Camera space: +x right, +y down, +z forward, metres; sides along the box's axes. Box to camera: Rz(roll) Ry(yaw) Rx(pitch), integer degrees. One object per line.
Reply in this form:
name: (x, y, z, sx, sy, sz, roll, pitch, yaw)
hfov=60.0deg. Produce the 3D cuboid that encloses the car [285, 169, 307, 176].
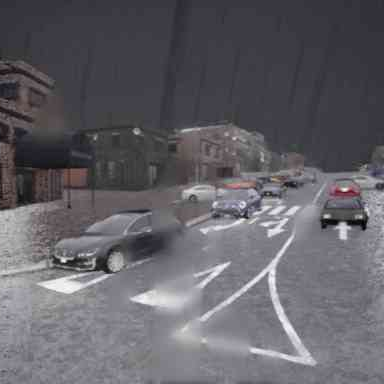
car: (26.708, -5.118, 85.691, 4.892, 1.521, 2.231, -3, 3, 5)

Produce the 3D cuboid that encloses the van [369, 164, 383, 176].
van: (34.322, -3.914, 59.299, 4.442, 1.987, 1.878, -2, 4, 5)

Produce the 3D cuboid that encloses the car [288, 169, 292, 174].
car: (14.559, -2.755, 59.090, 4.892, 1.521, 2.231, -3, 4, 4)

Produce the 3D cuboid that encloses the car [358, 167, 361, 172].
car: (43.980, -5.545, 81.029, 5.366, 1.575, 1.946, -1, 4, 5)

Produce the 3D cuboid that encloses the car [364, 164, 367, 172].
car: (31.762, -3.419, 53.869, 5.566, 2.045, 2.435, -2, 4, 5)

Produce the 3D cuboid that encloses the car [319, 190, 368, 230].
car: (7.206, 0.881, 15.851, 1.895, 1.301, 4.718, -1, 4, 25)

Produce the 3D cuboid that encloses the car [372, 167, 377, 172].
car: (26.669, -2.123, 43.018, 4.892, 1.521, 2.231, -2, 5, 6)

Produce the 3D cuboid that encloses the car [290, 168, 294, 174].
car: (15.766, -3.007, 61.751, 4.892, 1.521, 2.231, -3, 4, 5)

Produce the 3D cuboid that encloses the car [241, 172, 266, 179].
car: (6.194, -1.109, 40.373, 4.553, 1.767, 2.185, -3, 4, 4)

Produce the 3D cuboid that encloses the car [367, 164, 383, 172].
car: (29.246, -2.898, 48.427, 5.566, 2.045, 2.435, -2, 4, 5)

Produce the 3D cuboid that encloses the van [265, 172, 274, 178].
van: (8.431, -1.709, 45.743, 4.442, 1.987, 1.878, -3, 4, 4)

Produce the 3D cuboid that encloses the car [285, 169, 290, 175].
car: (13.345, -2.503, 56.430, 5.008, 1.535, 2.097, -3, 4, 4)

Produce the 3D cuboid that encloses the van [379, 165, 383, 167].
van: (24.180, -1.830, 37.598, 4.442, 1.987, 1.878, -2, 4, 6)

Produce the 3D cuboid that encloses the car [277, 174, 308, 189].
car: (11.985, -1.053, 39.367, 1.895, 1.301, 4.718, 0, 5, 31)

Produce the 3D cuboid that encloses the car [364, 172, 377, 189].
car: (17.498, -1.008, 34.171, 4.674, 1.442, 1.812, 0, 5, 30)

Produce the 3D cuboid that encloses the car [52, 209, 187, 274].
car: (-1.990, 1.369, 10.472, 1.837, 1.490, 4.892, -1, 2, 32)

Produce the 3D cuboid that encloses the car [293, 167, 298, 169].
car: (18.198, -3.638, 67.067, 4.553, 1.767, 2.185, -3, 4, 5)

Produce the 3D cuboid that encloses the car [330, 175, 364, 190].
car: (11.868, -0.301, 25.849, 2.097, 1.767, 4.553, -1, 5, 25)

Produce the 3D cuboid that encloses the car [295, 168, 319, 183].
car: (16.849, -2.211, 48.565, 2.097, 1.767, 4.553, -1, 5, 24)

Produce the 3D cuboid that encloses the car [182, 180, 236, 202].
car: (1.405, 0.073, 29.644, 4.674, 1.452, 2.002, -3, 4, 4)

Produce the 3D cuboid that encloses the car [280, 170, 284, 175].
car: (10.945, -1.996, 51.094, 5.008, 1.535, 2.097, -3, 4, 4)

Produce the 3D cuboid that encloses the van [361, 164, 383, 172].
van: (45.297, -5.976, 83.719, 4.442, 1.987, 1.878, -1, 4, 5)

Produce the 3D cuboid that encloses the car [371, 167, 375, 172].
car: (27.976, -2.356, 45.731, 4.792, 1.488, 2.163, -2, 4, 5)

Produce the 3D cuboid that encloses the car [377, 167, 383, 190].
car: (20.121, -1.068, 29.528, 5.566, 2.045, 2.435, -1, 5, 6)

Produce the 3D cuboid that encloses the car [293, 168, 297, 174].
car: (16.972, -3.262, 64.417, 5.008, 1.535, 2.097, -3, 4, 5)

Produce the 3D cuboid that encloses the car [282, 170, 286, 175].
car: (12.182, -2.222, 53.758, 4.792, 1.488, 2.163, -3, 4, 4)

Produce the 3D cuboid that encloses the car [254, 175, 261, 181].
car: (4.950, -0.698, 37.704, 4.792, 1.488, 2.163, -3, 4, 4)

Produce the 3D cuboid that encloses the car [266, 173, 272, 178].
car: (7.360, -1.237, 43.076, 5.008, 1.535, 2.097, -3, 4, 4)

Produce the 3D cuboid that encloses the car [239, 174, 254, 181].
car: (3.808, -0.601, 35.001, 4.553, 1.767, 2.185, -3, 4, 4)

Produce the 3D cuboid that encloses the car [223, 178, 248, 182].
car: (2.625, -0.193, 32.331, 4.792, 1.488, 2.163, -3, 4, 4)

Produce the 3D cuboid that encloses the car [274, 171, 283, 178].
car: (9.941, -1.757, 48.407, 5.366, 1.575, 1.946, -3, 4, 4)

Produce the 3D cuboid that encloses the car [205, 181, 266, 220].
car: (2.773, 0.547, 20.072, 2.097, 1.767, 4.553, -1, 4, 24)

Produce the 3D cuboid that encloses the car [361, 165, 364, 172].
car: (36.706, -4.439, 64.735, 5.566, 2.045, 2.435, -2, 4, 5)

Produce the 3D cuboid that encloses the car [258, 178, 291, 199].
car: (7.327, -0.191, 30.151, 1.994, 1.385, 4.181, -1, 5, 26)
